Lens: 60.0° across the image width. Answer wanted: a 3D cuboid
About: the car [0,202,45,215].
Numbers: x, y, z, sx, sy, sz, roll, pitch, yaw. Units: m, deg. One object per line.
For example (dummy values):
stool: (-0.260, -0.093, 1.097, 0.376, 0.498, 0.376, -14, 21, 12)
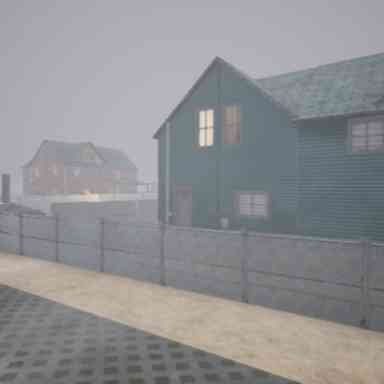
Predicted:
car: (-12.120, 1.378, 22.190, 1.994, 1.385, 4.181, 1, 1, 35)
